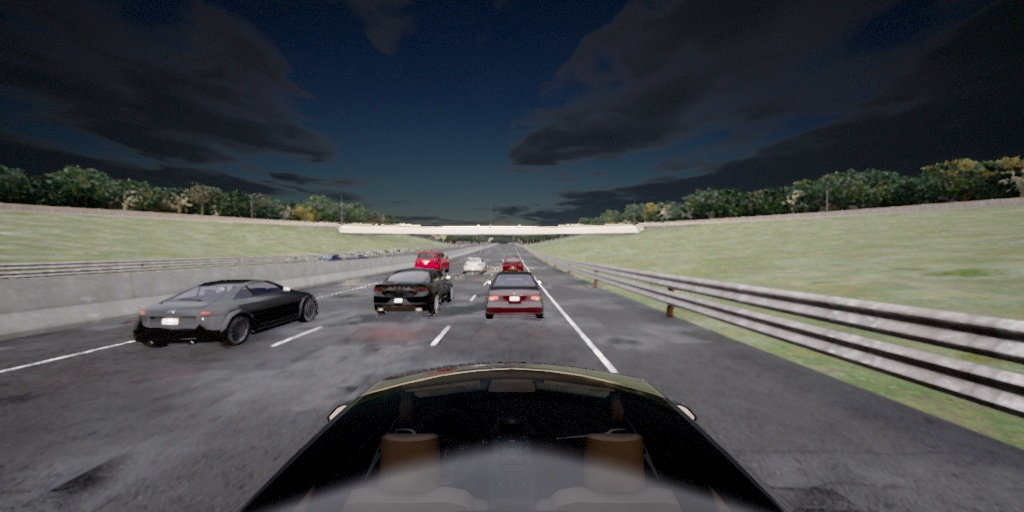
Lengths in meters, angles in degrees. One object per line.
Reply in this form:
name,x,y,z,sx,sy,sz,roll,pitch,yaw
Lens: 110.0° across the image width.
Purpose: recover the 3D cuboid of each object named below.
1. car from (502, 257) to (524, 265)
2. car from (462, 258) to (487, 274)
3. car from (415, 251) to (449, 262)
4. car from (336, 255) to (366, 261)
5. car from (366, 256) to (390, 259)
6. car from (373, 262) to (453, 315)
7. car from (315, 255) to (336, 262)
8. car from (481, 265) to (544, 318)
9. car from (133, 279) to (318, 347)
car,0.091,0.813,33.866,1.882,1.535,5.008,0,1,0
car,-3.408,0.870,33.424,1.812,1.442,4.674,0,1,0
car,-6.906,0.606,31.389,2.150,2.045,5.566,0,1,0
car,-21.089,0.577,48.337,2.033,1.411,5.357,0,1,0
car,-17.590,0.624,48.583,1.895,1.301,4.718,0,1,0
car,-3.403,1.156,13.208,1.882,1.535,5.008,0,1,0
car,-24.588,0.556,48.319,1.812,1.442,4.674,0,1,0
car,0.085,1.230,12.647,2.033,1.411,5.357,0,1,0
car,-6.904,1.277,9.248,1.994,1.385,4.181,0,0,0
